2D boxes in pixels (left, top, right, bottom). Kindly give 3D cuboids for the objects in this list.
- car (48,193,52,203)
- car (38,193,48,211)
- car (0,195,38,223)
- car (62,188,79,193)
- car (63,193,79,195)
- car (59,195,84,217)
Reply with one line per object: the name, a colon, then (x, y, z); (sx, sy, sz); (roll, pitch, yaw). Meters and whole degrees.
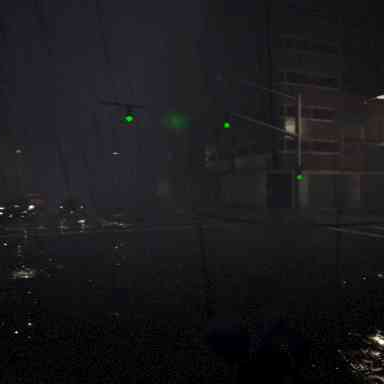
car: (-20.938, 0.859, 47.330); (2.033, 1.411, 5.357); (-1, 1, -20)
car: (-15.466, 1.010, 32.343); (1.882, 1.535, 5.008); (-1, 1, -20)
car: (-11.939, 1.180, 22.726); (1.837, 1.490, 4.892); (-1, 1, -20)
car: (-18.489, 0.467, 50.845); (2.150, 2.045, 5.566); (-1, 1, -20)
car: (-13.045, 1.064, 35.922); (1.895, 1.301, 4.718); (-1, 1, -20)
car: (-9.804, 1.195, 27.094); (1.895, 1.301, 4.718); (-1, 1, -20)
